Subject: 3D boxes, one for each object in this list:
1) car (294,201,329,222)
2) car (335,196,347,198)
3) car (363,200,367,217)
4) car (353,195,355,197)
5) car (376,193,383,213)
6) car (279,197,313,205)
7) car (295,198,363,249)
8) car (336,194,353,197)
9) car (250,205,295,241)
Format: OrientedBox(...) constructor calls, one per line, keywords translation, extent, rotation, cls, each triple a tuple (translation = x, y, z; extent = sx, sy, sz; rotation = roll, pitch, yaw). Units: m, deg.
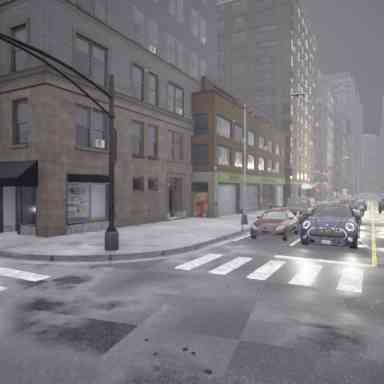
OrientedBox(translation=(9.478, 1.487, 26.153), extent=(1.887, 1.381, 4.507), rotation=(0, 0, 28), cls="car")
OrientedBox(translation=(17.413, 1.504, 40.841), extent=(2.008, 1.369, 4.403), rotation=(0, 0, 28), cls="car")
OrientedBox(translation=(10.517, 1.455, 22.635), extent=(2.128, 1.511, 4.902), rotation=(1, 0, 28), cls="car")
OrientedBox(translation=(27.993, 1.415, 60.427), extent=(1.967, 1.590, 4.097), rotation=(0, 0, 28), cls="car")
OrientedBox(translation=(21.690, 1.351, 36.599), extent=(2.097, 1.767, 4.553), rotation=(1, 0, 28), cls="car")
OrientedBox(translation=(6.833, 1.256, 21.257), extent=(2.192, 1.841, 5.009), rotation=(0, 0, 28), cls="car")
OrientedBox(translation=(6.172, 1.314, 14.603), extent=(2.097, 1.767, 4.553), rotation=(1, 0, 28), cls="car")
OrientedBox(translation=(22.702, 1.279, 50.635), extent=(2.192, 1.841, 5.009), rotation=(0, 0, 28), cls="car")
OrientedBox(translation=(4.189, 1.522, 16.360), extent=(1.802, 1.307, 4.206), rotation=(0, 0, 28), cls="car")
